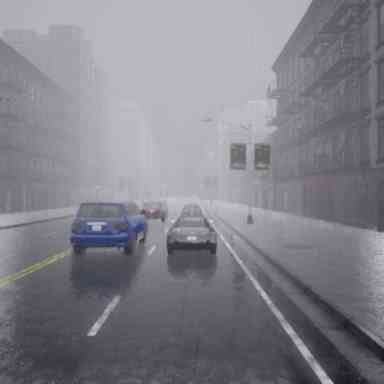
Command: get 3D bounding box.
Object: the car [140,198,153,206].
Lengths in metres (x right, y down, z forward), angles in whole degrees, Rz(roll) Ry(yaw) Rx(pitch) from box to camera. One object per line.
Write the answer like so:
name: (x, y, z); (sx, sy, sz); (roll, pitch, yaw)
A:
car: (-9.779, 2.117, 71.746); (2.128, 1.511, 4.902); (0, 0, 0)

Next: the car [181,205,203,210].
car: (-0.010, 1.820, 28.993); (2.033, 1.411, 5.357); (0, 0, 0)

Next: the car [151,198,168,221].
car: (-3.258, 1.623, 29.076); (2.097, 1.767, 4.553); (0, -1, 0)

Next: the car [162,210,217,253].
car: (0.000, 1.700, 14.287); (1.994, 1.385, 4.181); (0, 0, 0)

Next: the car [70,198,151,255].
car: (-3.254, 1.349, 14.025); (2.150, 2.045, 5.566); (0, 0, 0)

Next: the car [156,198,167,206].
car: (-6.529, 2.116, 71.747); (1.812, 1.442, 4.674); (0, 0, 0)
